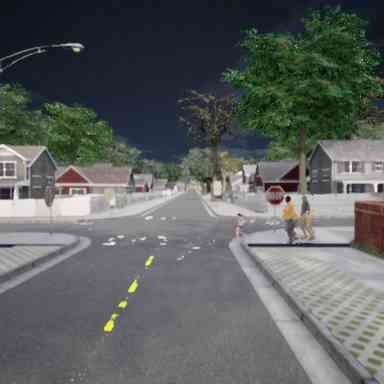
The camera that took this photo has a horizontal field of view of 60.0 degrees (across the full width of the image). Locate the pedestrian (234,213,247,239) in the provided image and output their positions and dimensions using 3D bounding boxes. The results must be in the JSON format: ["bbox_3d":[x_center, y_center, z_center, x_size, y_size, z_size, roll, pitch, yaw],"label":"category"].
[{"bbox_3d":[2.051,1.392,13.983,0.500,1.100,0.500,0,1,0],"label":"pedestrian"}]

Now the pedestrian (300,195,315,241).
[{"bbox_3d":[4.581,1.022,13.366,0.375,1.860,0.375,0,1,0],"label":"pedestrian"}]

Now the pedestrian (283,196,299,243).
[{"bbox_3d":[3.790,1.026,12.770,0.375,1.860,0.375,0,1,0],"label":"pedestrian"}]
